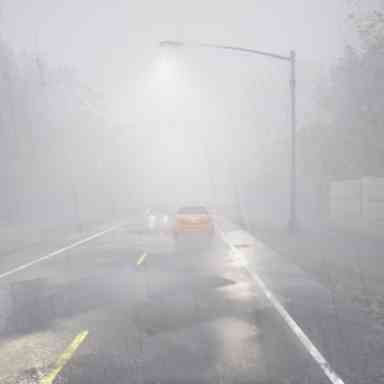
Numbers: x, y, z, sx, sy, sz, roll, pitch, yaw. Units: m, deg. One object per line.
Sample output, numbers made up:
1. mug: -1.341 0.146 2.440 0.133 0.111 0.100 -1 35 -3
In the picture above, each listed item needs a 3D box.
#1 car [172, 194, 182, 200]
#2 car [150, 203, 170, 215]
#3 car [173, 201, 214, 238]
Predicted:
1. car: -3.561 1.380 78.990 2.150 2.045 5.566 0 0 0
2. car: -3.623 1.880 38.070 1.895 1.301 4.718 0 0 0
3. car: 0.079 1.490 18.682 2.097 1.767 4.553 0 -1 0
